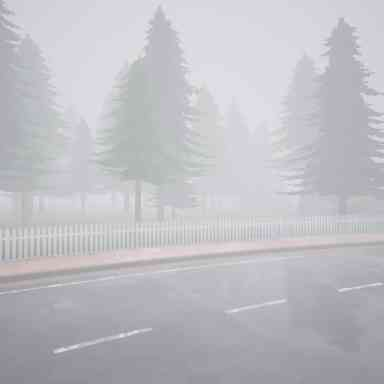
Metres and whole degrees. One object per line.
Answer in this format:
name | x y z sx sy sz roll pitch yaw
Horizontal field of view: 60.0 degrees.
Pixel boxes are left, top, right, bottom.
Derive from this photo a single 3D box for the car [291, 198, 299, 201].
car | 20.393 1.189 62.634 2.150 2.045 5.566 0 0 -4
